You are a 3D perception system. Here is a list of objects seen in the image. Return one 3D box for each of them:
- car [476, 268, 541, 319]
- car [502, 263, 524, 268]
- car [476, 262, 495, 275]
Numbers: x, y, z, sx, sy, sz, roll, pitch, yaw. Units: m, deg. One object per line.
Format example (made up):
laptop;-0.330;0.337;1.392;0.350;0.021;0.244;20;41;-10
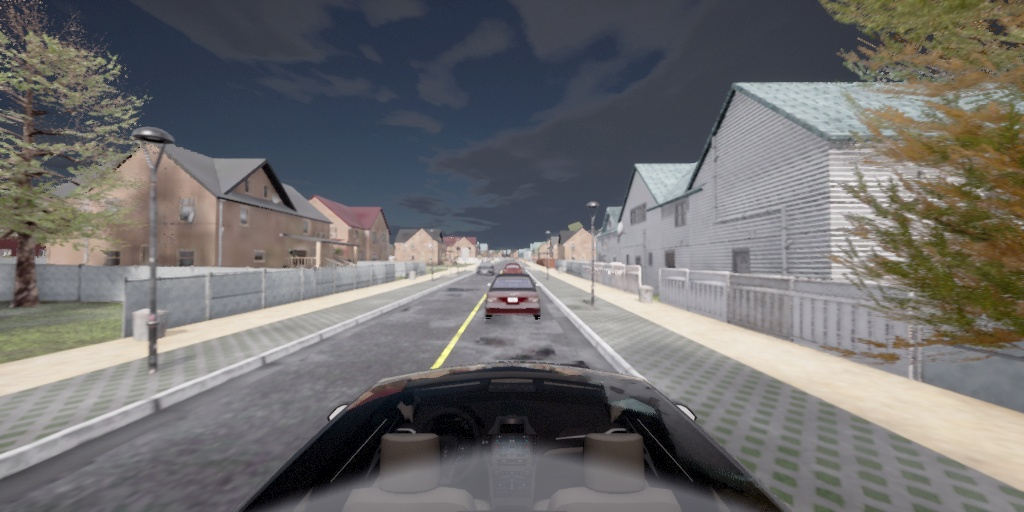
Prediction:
car;0.044;1.334;13.001;2.033;1.411;5.357;0;0;0
car;0.075;1.370;31.931;1.812;1.442;4.674;0;0;0
car;-2.822;1.391;39.190;1.812;1.442;4.674;0;0;0
